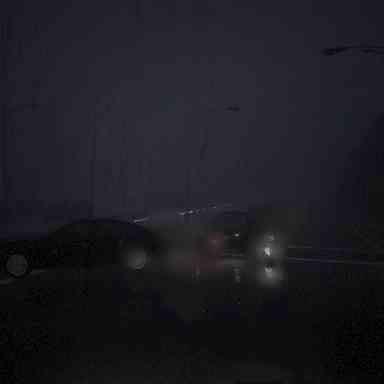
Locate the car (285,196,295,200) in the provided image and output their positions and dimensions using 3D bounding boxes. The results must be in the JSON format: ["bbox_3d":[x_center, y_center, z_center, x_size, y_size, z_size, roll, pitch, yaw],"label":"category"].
[{"bbox_3d":[11.633,1.482,42.125,1.837,1.490,4.892,0,0,19],"label":"car"}]

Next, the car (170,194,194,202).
[{"bbox_3d":[-2.145,1.257,68.698,4.514,1.523,2.007,0,0,18],"label":"car"}]

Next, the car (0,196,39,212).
[{"bbox_3d":[-15.134,1.356,29.404,3.806,1.475,1.970,0,0,18],"label":"car"}]

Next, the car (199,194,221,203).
[{"bbox_3d":[3.367,1.201,62.977,3.806,1.475,1.970,0,0,18],"label":"car"}]

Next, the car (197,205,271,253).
[{"bbox_3d":[1.804,1.514,13.906,1.812,1.442,4.674,0,0,24],"label":"car"}]

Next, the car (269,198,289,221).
[{"bbox_3d":[5.854,1.474,24.963,2.128,1.511,4.902,0,0,19],"label":"car"}]

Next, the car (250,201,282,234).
[{"bbox_3d":[3.947,1.490,19.316,1.837,1.490,4.892,0,0,19],"label":"car"}]

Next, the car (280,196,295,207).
[{"bbox_3d":[15.545,1.462,53.756,2.128,1.511,4.902,0,0,18],"label":"car"}]

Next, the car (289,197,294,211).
[{"bbox_3d":[9.764,1.543,36.568,1.994,1.385,4.181,0,0,19],"label":"car"}]

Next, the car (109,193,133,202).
[{"bbox_3d":[-13.848,1.045,65.313,4.605,1.855,1.932,0,0,18],"label":"car"}]

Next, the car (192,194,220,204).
[{"bbox_3d":[1.626,1.125,56.792,5.027,1.636,2.152,0,0,18],"label":"car"}]

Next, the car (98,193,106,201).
[{"bbox_3d":[-20.256,1.013,70.938,3.866,1.878,1.905,0,0,18],"label":"car"}]

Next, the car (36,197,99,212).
[{"bbox_3d":[-9.052,1.356,24.212,3.633,1.501,1.845,0,0,18],"label":"car"}]

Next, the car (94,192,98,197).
[{"bbox_3d":[-21.896,1.298,67.982,3.806,1.475,1.970,0,0,18],"label":"car"}]

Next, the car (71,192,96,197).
[{"bbox_3d":[-18.496,1.248,53.734,4.514,1.523,2.007,0,0,18],"label":"car"}]

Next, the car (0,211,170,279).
[{"bbox_3d":[-3.164,1.475,9.888,5.008,1.535,1.882,0,0,-16],"label":"car"}]

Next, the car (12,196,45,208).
[{"bbox_3d":[-21.725,1.273,44.277,3.633,1.501,1.845,0,0,18],"label":"car"}]

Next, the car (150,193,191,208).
[{"bbox_3d":[-2.992,1.074,41.781,4.605,1.855,1.932,0,0,18],"label":"car"}]

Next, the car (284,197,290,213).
[{"bbox_3d":[7.728,1.486,30.528,1.837,1.490,4.892,0,0,19],"label":"car"}]
